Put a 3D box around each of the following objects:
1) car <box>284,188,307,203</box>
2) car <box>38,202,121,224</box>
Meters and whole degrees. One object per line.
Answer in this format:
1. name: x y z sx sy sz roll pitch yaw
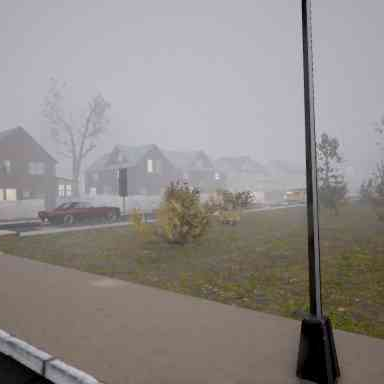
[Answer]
1. car: 13.949 0.593 42.280 1.882 1.535 5.008 -2 -1 44
2. car: -6.740 1.252 20.469 1.895 1.301 4.718 -2 -1 43
